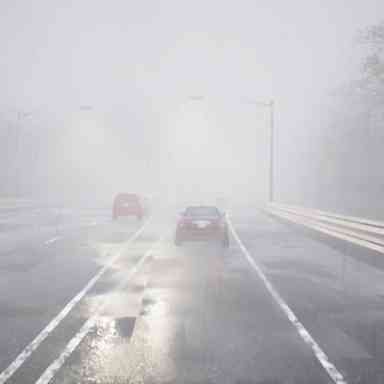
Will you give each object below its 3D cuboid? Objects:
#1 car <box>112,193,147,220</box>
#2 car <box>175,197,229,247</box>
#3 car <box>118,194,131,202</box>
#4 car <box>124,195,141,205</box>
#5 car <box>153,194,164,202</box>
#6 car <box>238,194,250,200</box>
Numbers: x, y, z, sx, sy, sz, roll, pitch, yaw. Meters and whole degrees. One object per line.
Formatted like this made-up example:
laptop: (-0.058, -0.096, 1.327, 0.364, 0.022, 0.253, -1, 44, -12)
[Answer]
car: (-4.885, 1.089, 26.606, 2.150, 2.045, 5.566, 0, 0, -3)
car: (0.475, 1.296, 14.893, 2.097, 1.767, 4.553, 0, 0, 3)
car: (-13.679, 1.135, 67.404, 1.882, 1.535, 5.008, 0, 0, -2)
car: (-9.595, 1.280, 54.171, 2.033, 1.411, 5.357, 0, 0, -3)
car: (-6.594, 1.211, 65.645, 1.837, 1.490, 4.892, 0, 0, -3)
car: (14.424, 1.535, 94.424, 1.837, 1.490, 4.892, 0, 0, 18)
